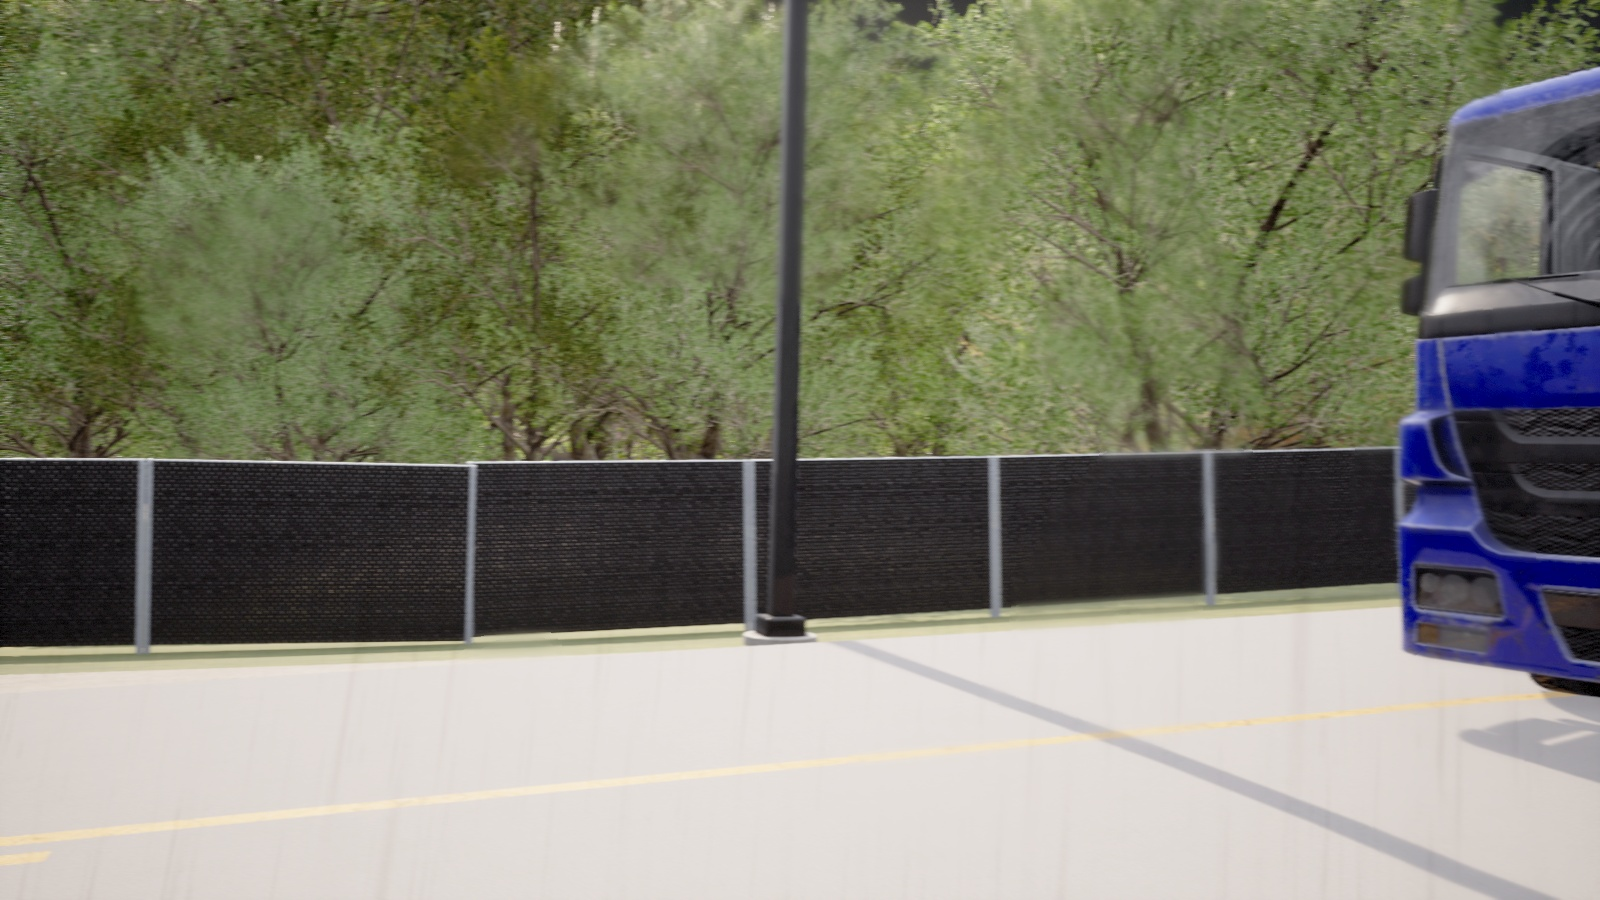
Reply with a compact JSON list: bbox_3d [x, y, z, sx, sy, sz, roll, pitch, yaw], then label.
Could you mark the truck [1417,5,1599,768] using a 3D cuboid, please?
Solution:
[{"bbox_3d":[7.290,-0.336,7.342,7.936,3.462,2.891,-1,1,-32],"label":"truck"}]
